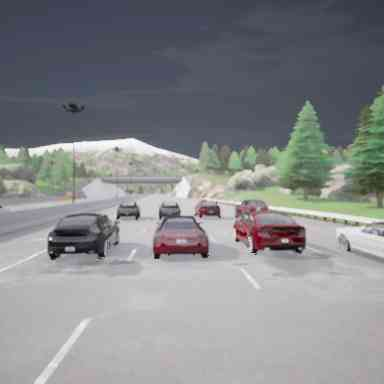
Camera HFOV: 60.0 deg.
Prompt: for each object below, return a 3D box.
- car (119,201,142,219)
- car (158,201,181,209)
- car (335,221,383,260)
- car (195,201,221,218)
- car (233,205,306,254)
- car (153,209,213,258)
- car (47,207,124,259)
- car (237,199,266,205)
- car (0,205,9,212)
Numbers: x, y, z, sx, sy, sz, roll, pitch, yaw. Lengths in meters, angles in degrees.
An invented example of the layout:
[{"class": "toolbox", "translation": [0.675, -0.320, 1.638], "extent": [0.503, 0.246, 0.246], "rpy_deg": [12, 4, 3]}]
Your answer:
[{"class": "car", "translation": [-5.516, 1.572, 29.478], "extent": [2.128, 1.511, 4.902], "rpy_deg": [0, 0, -6]}, {"class": "car", "translation": [-1.983, 1.564, 29.333], "extent": [2.128, 1.511, 4.902], "rpy_deg": [0, 0, -6]}, {"class": "car", "translation": [6.681, 1.613, 11.067], "extent": [1.895, 1.301, 4.718], "rpy_deg": [0, 0, -3]}, {"class": "car", "translation": [1.390, 1.547, 30.760], "extent": [1.882, 1.535, 5.008], "rpy_deg": [0, 0, -6]}, {"class": "car", "translation": [2.979, 1.504, 13.714], "extent": [1.882, 1.535, 5.008], "rpy_deg": [0, 0, -4]}, {"class": "car", "translation": [-0.486, 1.596, 12.983], "extent": [1.994, 1.385, 4.181], "rpy_deg": [0, 0, -4]}, {"class": "car", "translation": [-3.973, 1.543, 12.800], "extent": [1.837, 1.490, 4.892], "rpy_deg": [0, 0, -4]}, {"class": "car", "translation": [5.110, 1.409, 28.751], "extent": [2.097, 1.767, 4.553], "rpy_deg": [0, 0, -6]}, {"class": "car", "translation": [-15.880, 1.619, 25.854], "extent": [1.812, 1.442, 4.674], "rpy_deg": [0, 0, -6]}]
